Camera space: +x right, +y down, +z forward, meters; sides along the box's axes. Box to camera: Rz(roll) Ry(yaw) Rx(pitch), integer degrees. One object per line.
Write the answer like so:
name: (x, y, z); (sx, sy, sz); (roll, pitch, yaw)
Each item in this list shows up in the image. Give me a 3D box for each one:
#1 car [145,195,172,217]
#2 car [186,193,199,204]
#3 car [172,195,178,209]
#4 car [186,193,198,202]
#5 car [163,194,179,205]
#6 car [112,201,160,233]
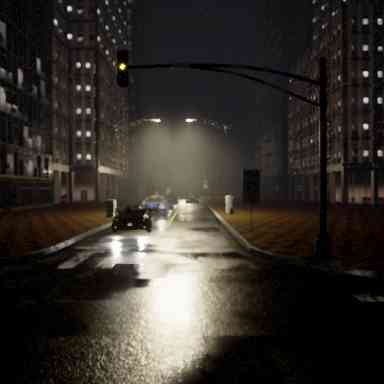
car: (-3.059, 1.093, 27.504); (2.097, 1.767, 4.553); (0, 1, 0)
car: (0.047, 1.113, 48.711); (1.895, 1.301, 4.718); (0, 1, 0)
car: (-2.980, 1.185, 37.768); (2.033, 1.411, 5.357); (0, 1, 0)
car: (0.056, 0.958, 58.684); (2.033, 1.411, 5.357); (0, 1, 0)
car: (-2.955, 1.081, 48.077); (2.033, 1.411, 5.357); (0, 1, 0)
car: (-3.093, 1.397, 18.350); (1.994, 1.385, 4.181); (0, 1, -1)
